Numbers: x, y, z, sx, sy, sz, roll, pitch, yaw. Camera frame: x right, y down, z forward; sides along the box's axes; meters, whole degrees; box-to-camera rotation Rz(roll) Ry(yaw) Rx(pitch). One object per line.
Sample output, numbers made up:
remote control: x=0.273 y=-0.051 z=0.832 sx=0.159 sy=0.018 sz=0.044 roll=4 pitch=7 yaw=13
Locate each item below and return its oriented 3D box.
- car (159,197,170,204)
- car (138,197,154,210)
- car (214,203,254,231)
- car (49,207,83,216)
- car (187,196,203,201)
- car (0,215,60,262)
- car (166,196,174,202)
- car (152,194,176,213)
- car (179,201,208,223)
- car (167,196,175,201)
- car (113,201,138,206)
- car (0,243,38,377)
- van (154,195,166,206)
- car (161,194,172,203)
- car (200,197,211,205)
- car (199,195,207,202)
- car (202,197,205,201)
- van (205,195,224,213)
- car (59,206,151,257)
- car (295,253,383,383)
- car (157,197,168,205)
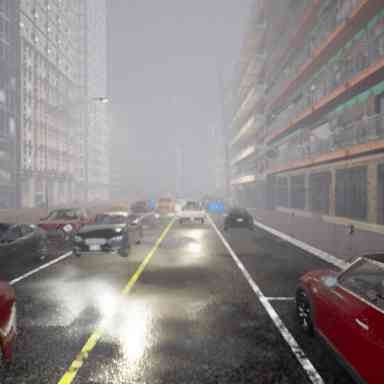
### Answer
car: x=-5.731 y=1.688 z=70.345 sx=2.008 sy=1.369 sz=4.403 roll=0 pitch=0 yaw=0
car: x=-5.715 y=1.607 z=37.179 sx=1.887 sy=1.381 sz=4.507 roll=0 pitch=0 yaw=0
car: x=2.673 y=1.598 z=20.600 sx=1.947 sy=1.339 sz=4.313 roll=0 pitch=0 yaw=0
car: x=-5.705 y=1.462 z=15.069 sx=1.967 sy=1.590 sz=4.097 roll=0 pitch=0 yaw=0
car: x=0.059 y=1.570 z=44.164 sx=2.128 sy=1.511 sz=4.902 roll=0 pitch=0 yaw=0
car: x=-5.701 y=1.579 z=9.541 sx=1.947 sy=1.339 sz=4.313 roll=0 pitch=0 yaw=0
car: x=-5.739 y=1.729 z=86.927 sx=1.887 sy=1.381 sz=4.507 roll=0 pitch=0 yaw=0
car: x=-3.037 y=1.415 z=38.150 sx=2.097 sy=1.767 sz=4.553 roll=0 pitch=0 yaw=0
car: x=0.008 y=1.642 z=25.624 sx=1.895 sy=1.301 sz=4.718 roll=0 pitch=0 yaw=0
car: x=-5.742 y=1.751 z=92.455 sx=2.008 sy=1.369 sz=4.403 roll=0 pitch=0 yaw=0
car: x=-5.710 y=1.566 z=25.954 sx=1.752 sy=1.417 sz=4.829 roll=0 pitch=0 yaw=0
car: x=-3.086 y=1.480 z=2.029 sx=1.882 sy=1.535 sz=5.008 roll=0 pitch=0 yaw=0
van: x=-5.727 y=1.451 z=59.290 sx=1.690 sy=1.788 sz=3.998 roll=0 pitch=0 yaw=0
car: x=-5.735 y=1.468 z=75.873 sx=2.192 sy=1.841 sz=5.009 roll=0 pitch=0 yaw=0
car: x=2.652 y=1.690 z=64.820 sx=1.947 sy=1.339 sz=4.313 roll=0 pitch=0 yaw=0
car: x=2.643 y=1.609 z=81.404 sx=1.967 sy=1.590 sz=4.097 roll=0 pitch=0 yaw=0
car: x=2.663 y=1.619 z=42.710 sx=1.887 sy=1.381 sz=4.507 roll=0 pitch=0 yaw=0
van: x=2.665 y=1.404 z=37.183 sx=1.690 sy=1.788 sz=3.998 roll=0 pitch=0 yaw=0
car: x=-3.094 y=1.511 z=13.043 sx=2.128 sy=1.511 sz=4.902 roll=0 pitch=0 yaw=0
car: x=2.681 y=1.446 z=4.017 sx=1.967 sy=1.590 sz=4.097 roll=0 pitch=0 yaw=0
car: x=-5.728 y=1.705 z=64.817 sx=1.802 sy=1.307 sz=4.206 roll=0 pitch=0 yaw=0
